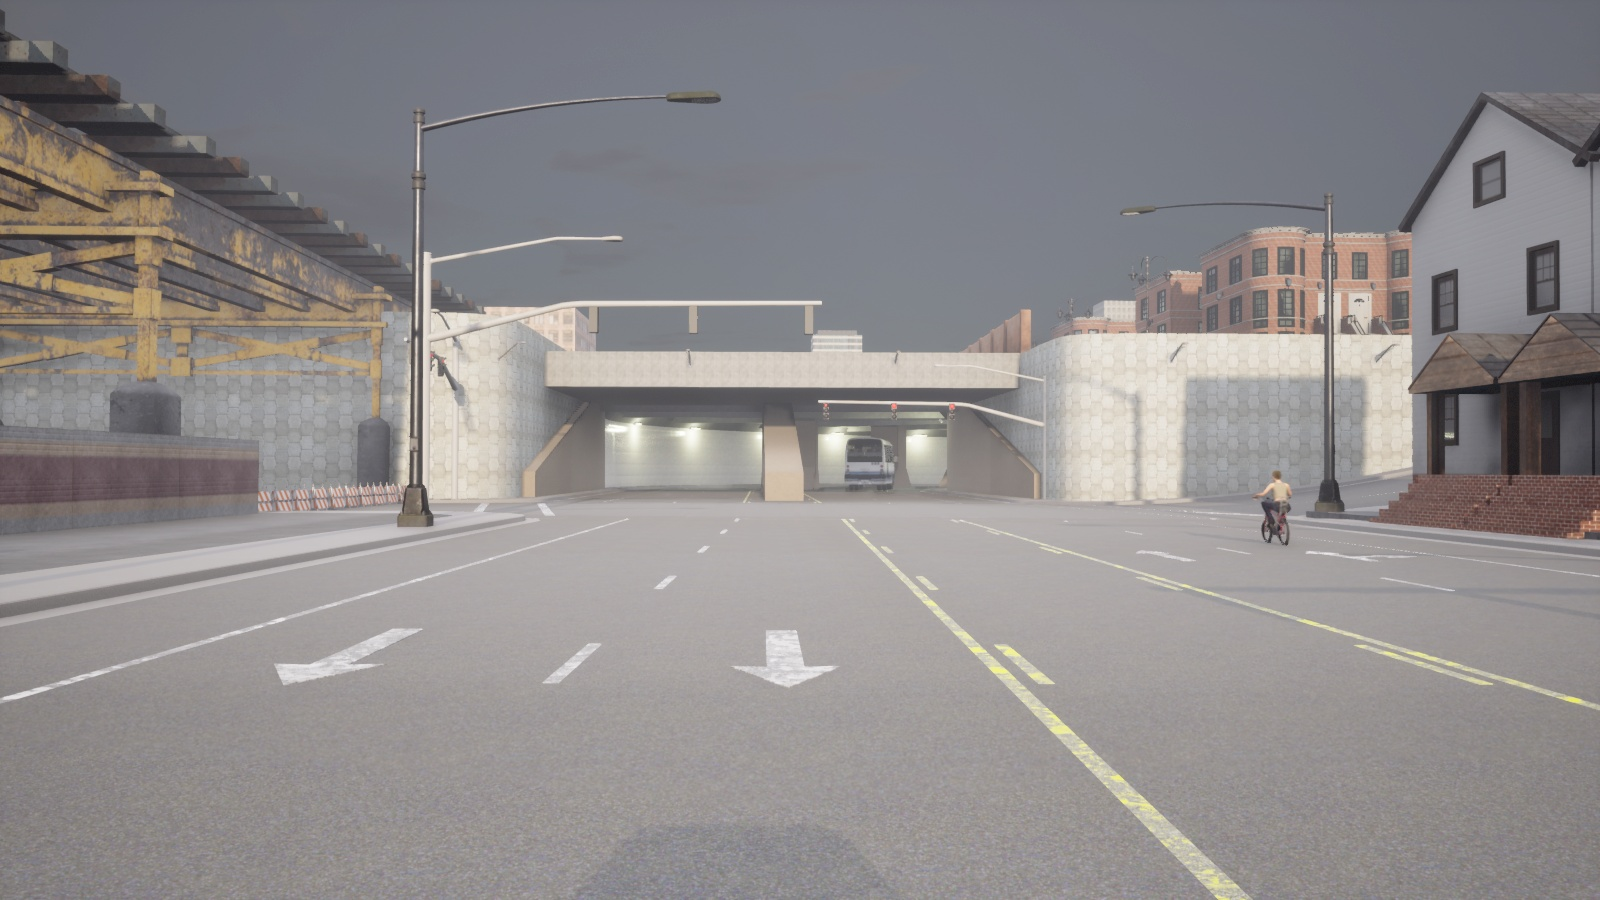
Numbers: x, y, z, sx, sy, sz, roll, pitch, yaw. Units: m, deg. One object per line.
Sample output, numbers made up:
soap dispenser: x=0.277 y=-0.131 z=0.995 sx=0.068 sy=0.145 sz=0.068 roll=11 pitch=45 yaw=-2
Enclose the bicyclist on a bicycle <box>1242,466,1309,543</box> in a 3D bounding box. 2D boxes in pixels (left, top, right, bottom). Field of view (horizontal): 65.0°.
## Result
bicyclist on a bicycle: x=10.343 y=1.169 z=27.374 sx=0.866 sy=1.612 sz=1.509 roll=0 pitch=-1 yaw=0
